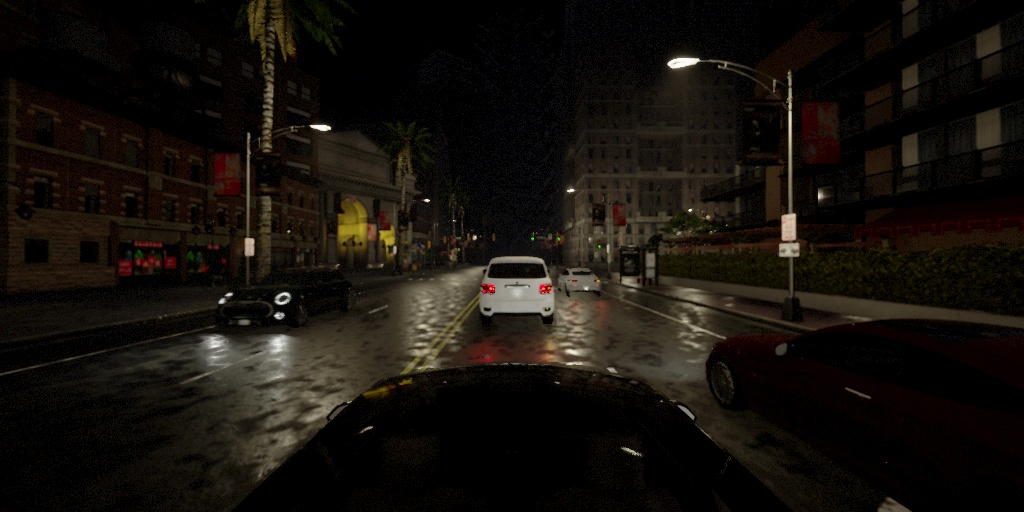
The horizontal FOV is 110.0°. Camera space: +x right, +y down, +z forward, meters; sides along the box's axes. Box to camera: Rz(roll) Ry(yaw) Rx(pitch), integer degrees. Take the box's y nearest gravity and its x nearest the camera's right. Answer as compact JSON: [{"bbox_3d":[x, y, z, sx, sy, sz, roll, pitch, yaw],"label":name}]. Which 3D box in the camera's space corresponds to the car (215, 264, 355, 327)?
[{"bbox_3d":[-7.029,1.168,11.690,2.097,1.767,4.553,0,0,1],"label":"car"}]

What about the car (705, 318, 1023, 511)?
[{"bbox_3d":[3.659,1.286,3.166,1.812,1.442,4.674,0,0,0],"label":"car"}]

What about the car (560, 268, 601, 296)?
[{"bbox_3d":[3.687,1.401,20.122,1.812,1.442,4.674,0,-1,0],"label":"car"}]

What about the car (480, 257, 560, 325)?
[{"bbox_3d":[0.150,1.047,12.294,2.150,2.045,5.566,0,0,0],"label":"car"}]
